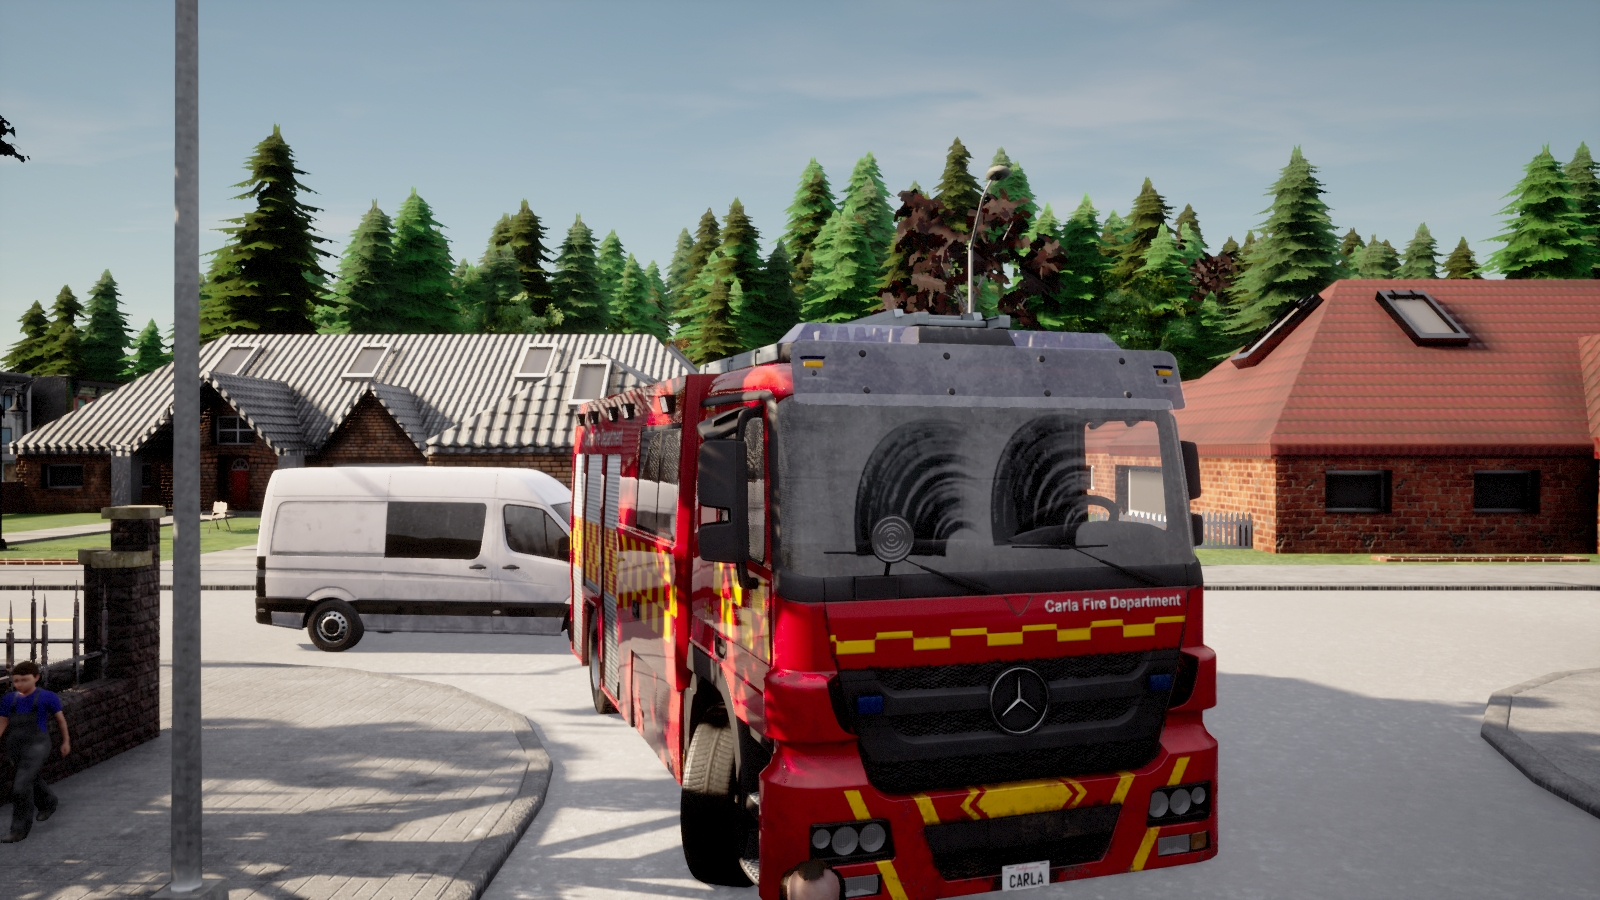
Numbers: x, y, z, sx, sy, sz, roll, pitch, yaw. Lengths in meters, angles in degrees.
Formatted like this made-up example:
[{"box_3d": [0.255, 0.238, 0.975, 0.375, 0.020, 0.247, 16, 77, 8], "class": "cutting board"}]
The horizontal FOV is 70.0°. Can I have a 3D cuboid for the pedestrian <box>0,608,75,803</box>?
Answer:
[{"box_3d": [-5.470, 1.806, 8.139, 0.375, 1.300, 0.375, 0, 0, -3], "class": "pedestrian"}]

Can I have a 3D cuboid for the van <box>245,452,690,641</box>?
[{"box_3d": [-4.701, 1.314, 16.673, 5.915, 2.561, 1.988, 0, 0, 4], "class": "van"}]

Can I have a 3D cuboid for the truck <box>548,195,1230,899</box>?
[{"box_3d": [-0.279, 0.670, 10.050, 2.891, 3.827, 8.468, 0, 0, -19], "class": "truck"}]
